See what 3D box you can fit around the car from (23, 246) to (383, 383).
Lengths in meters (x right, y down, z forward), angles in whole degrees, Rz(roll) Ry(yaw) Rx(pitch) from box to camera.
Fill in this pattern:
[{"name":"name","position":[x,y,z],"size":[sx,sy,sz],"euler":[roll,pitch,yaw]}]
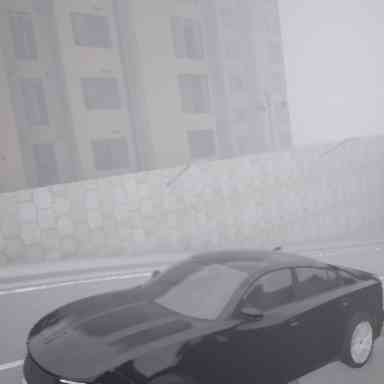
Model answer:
[{"name":"car","position":[0.576,1.538,4.390],"size":[5.008,1.535,1.882],"euler":[2,-1,-35]}]
